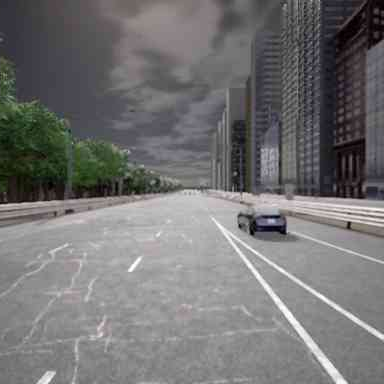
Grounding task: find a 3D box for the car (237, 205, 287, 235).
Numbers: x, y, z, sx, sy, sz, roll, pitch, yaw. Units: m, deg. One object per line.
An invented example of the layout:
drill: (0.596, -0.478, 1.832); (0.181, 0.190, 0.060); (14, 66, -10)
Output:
car: (3.780, 1.458, 18.572); (2.163, 1.488, 4.792); (0, 0, -3)
